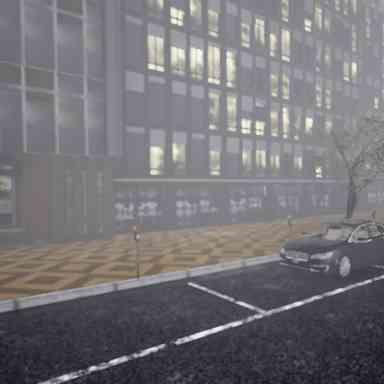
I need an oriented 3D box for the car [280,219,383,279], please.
[{"bbox_3d":[4.416,1.500,9.711,4.403,1.369,2.008,0,0,-35],"label":"car"}]
